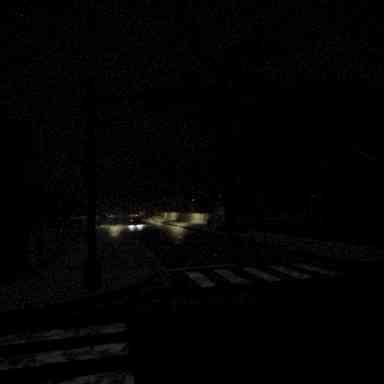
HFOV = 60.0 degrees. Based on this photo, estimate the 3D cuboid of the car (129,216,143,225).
[{"bbox_3d":[-8.798,4.419,51.820,1.994,1.385,4.181,-1,-3,-13],"label":"car"}]
